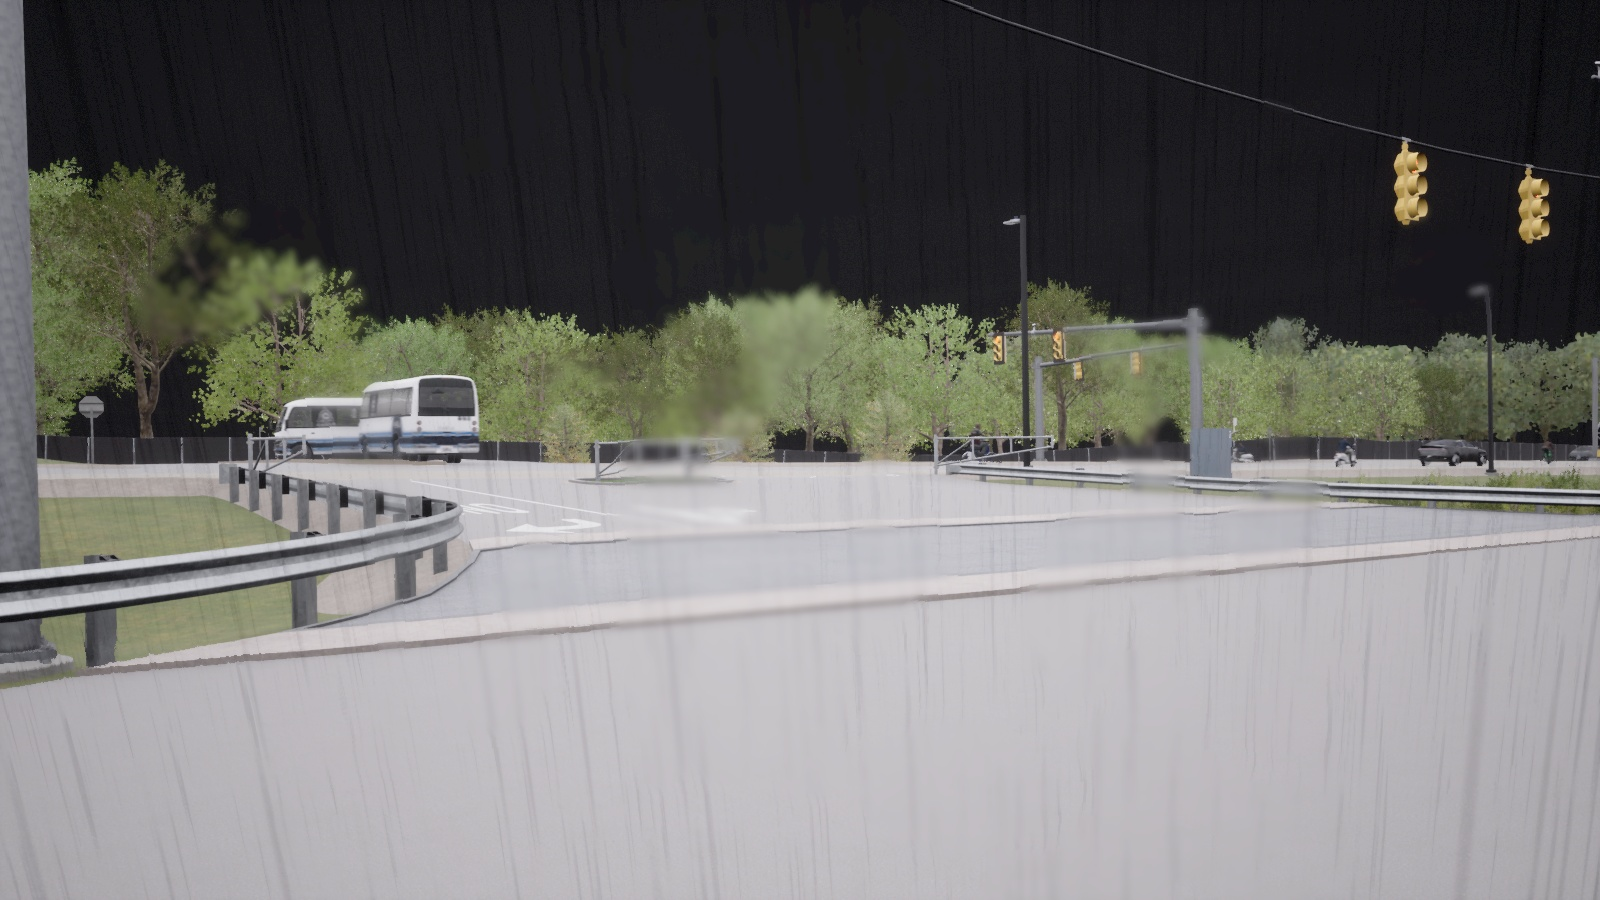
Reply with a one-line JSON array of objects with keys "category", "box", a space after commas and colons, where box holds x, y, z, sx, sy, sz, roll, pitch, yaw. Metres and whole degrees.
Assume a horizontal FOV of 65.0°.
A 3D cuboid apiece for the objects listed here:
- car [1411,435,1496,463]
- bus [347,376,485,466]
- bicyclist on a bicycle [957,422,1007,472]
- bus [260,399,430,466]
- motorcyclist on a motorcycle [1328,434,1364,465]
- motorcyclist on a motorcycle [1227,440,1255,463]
[{"category": "car", "box": [36.429, -0.026, 70.004, 4.902, 1.511, 2.128, 0, 0, -34]}, {"category": "bus", "box": [-19.888, -1.361, 64.450, 3.944, 4.253, 10.273, -1, 0, -34]}, {"category": "bicyclist on a bicycle", "box": [6.615, -0.106, 45.629, 1.843, 1.776, 0.659, 0, 0, -34]}, {"category": "bus", "box": [-30.624, -1.190, 84.652, 10.273, 4.253, 3.944, -2, 0, -27]}, {"category": "motorcyclist on a motorcycle", "box": [27.932, -0.022, 64.261, 1.817, 1.590, 0.866, 0, 0, -34]}, {"category": "motorcyclist on a motorcycle", "box": [32.917, 0.130, 93.678, 1.817, 1.590, 0.866, -4, 1, 14]}]
